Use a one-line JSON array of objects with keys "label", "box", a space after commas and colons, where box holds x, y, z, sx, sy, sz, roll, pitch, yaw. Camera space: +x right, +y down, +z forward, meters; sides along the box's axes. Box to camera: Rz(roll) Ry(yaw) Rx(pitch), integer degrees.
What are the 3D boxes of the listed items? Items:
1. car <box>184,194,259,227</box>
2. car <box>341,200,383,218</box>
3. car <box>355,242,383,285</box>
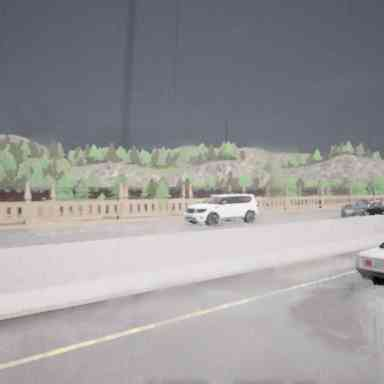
[{"label": "car", "box": [2.121, 1.155, 22.694, 5.566, 2.045, 2.150, 0, 0, -35]}, {"label": "car", "box": [13.947, 1.372, 26.816, 4.902, 1.511, 2.128, 0, 0, -35]}, {"label": "car", "box": [6.056, 1.559, 8.071, 4.718, 1.301, 1.895, 0, 0, -36]}]
